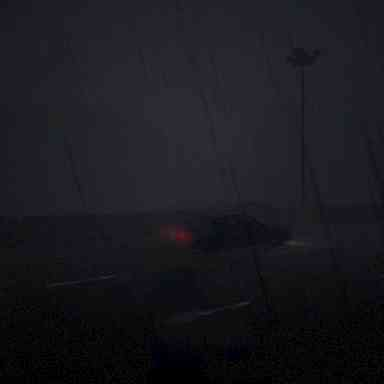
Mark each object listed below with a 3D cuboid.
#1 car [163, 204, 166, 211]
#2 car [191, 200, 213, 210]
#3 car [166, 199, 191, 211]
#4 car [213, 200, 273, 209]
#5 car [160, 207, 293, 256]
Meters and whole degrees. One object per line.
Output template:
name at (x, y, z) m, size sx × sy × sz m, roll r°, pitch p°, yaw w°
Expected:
car at (-0.984, 1.476, 35.880) m, size 4.181 × 1.385 × 1.994 m, roll 0°, pitch 0°, yaw -28°
car at (2.406, 1.489, 29.758) m, size 4.181 × 1.385 × 1.994 m, roll 0°, pitch 0°, yaw -28°
car at (0.550, 1.466, 32.734) m, size 5.357 × 1.411 × 2.033 m, roll 0°, pitch 0°, yaw -28°
car at (4.442, 1.442, 26.880) m, size 4.892 × 1.490 × 1.837 m, roll 0°, pitch 0°, yaw -28°
car at (1.449, 1.515, 12.908) m, size 5.357 × 1.411 × 2.033 m, roll 0°, pitch 0°, yaw -32°
